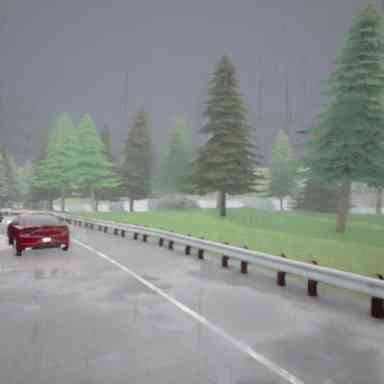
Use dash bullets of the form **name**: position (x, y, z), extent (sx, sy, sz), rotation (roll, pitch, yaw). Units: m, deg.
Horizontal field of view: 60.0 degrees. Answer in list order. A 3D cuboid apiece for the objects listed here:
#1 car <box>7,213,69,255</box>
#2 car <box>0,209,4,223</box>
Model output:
- **car**: position (-6.699, 1.618, 14.292), extent (1.882, 1.535, 5.008), rotation (0, 0, -33)
- **car**: position (-17.406, 1.810, 27.991), extent (2.128, 1.511, 4.902), rotation (0, 0, -45)
